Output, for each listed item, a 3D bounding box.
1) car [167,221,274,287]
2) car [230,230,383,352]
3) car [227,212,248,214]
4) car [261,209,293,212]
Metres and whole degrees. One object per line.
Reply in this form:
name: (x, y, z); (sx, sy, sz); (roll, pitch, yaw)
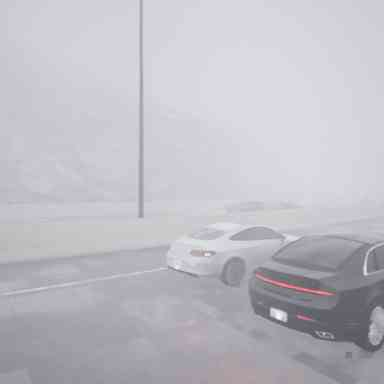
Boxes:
car: (1.489, 1.540, 9.351); (4.674, 1.442, 1.812); (0, 0, -37)
car: (3.175, 1.512, 6.243); (4.892, 1.490, 1.837); (0, 0, -37)
car: (5.282, 1.550, 31.074); (4.892, 1.490, 1.837); (0, 0, -43)
car: (7.784, 1.564, 28.614); (4.674, 1.442, 1.812); (0, 0, -43)
